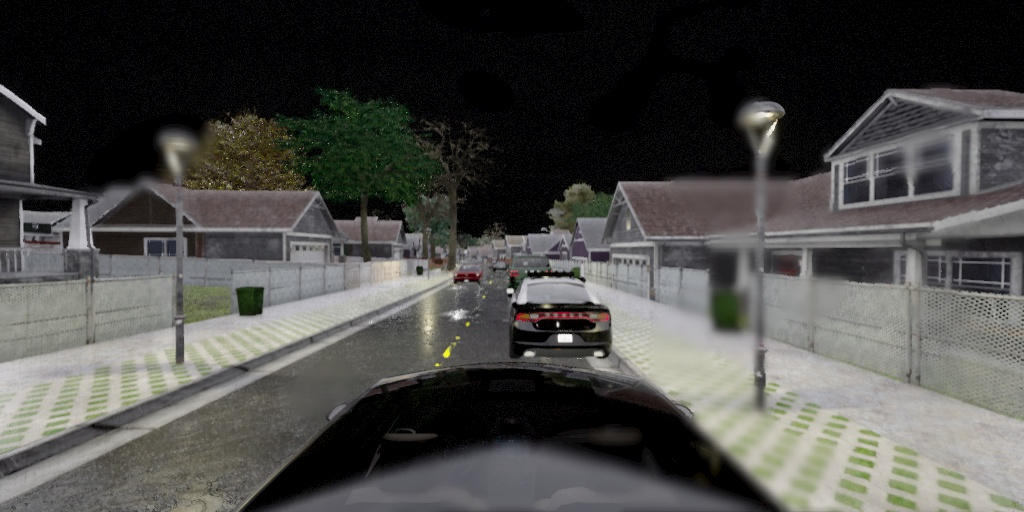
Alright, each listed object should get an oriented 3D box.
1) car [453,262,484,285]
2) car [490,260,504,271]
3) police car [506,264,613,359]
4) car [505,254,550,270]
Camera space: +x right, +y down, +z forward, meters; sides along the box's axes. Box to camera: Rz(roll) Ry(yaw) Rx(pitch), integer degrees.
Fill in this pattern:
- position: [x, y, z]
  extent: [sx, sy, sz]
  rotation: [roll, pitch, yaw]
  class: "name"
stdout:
- position: [-3.056, 1.311, 25.708]
  extent: [1.895, 1.301, 4.718]
  rotation: [0, 0, -2]
  class: "car"
- position: [-1.522, 1.315, 47.482]
  extent: [1.994, 1.385, 4.181]
  rotation: [0, 0, -4]
  class: "car"
- position: [0.896, 1.156, 8.515]
  extent: [1.930, 1.638, 5.238]
  rotation: [0, 0, 0]
  class: "police car"
- position: [0.841, 0.941, 18.488]
  extent: [2.150, 2.045, 5.566]
  rotation: [0, 0, -1]
  class: "car"
